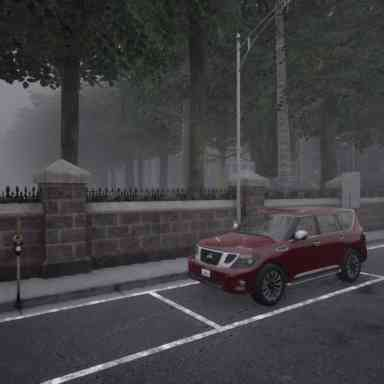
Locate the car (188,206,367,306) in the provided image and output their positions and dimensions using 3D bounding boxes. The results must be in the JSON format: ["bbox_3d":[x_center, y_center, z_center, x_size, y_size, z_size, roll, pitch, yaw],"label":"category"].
[{"bbox_3d":[2.326,1.314,8.194,5.009,1.841,2.192,0,0,-36],"label":"car"}]
